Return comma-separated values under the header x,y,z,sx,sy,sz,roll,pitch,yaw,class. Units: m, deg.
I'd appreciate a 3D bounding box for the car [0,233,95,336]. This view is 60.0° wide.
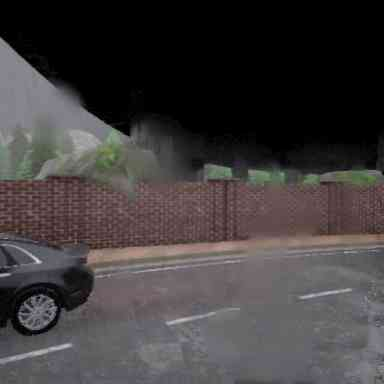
x,y,z,sx,sy,sz,roll,pitch,yaw,class
-3.998,1.426,5.023,4.892,1.490,1.837,0,0,-34,car
